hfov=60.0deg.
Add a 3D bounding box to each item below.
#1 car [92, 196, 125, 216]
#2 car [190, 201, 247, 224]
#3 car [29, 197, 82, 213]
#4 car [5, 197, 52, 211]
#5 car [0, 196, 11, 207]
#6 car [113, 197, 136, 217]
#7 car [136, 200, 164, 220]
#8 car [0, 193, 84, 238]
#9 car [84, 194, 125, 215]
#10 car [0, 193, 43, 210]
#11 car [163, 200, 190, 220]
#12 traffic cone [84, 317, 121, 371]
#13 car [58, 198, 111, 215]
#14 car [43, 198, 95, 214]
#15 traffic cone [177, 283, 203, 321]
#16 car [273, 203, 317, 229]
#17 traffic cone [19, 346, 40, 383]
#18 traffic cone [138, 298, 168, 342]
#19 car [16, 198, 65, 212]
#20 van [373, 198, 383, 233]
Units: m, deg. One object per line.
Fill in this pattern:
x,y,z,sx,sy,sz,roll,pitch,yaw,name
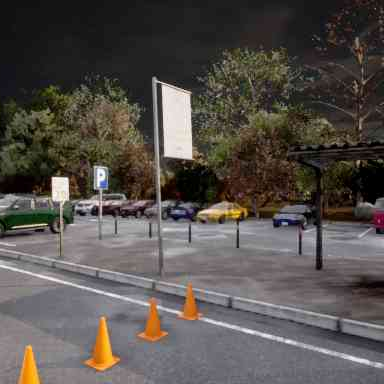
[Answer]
-6.600,1.466,31.705,2.097,1.535,5.008,0,0,35,car
2.372,1.475,25.162,1.946,1.575,5.366,0,0,35,car
-15.580,1.444,38.240,1.946,1.575,5.366,0,0,35,car
-20.214,1.452,41.309,2.163,1.488,4.792,0,0,35,car
-29.204,1.333,47.824,1.946,1.575,5.366,1,0,35,car
-4.329,1.469,30.108,2.097,1.535,5.008,0,0,35,car
-2.058,1.473,28.512,2.231,1.521,4.892,0,0,35,car
-8.890,1.221,17.285,2.435,2.045,5.566,0,0,35,car
-8.889,1.212,33.274,2.435,2.045,5.566,0,0,35,car
-22.515,1.153,42.857,2.435,2.045,5.566,0,0,35,car
0.225,1.504,26.935,2.163,1.488,4.792,0,0,35,car
-1.182,1.957,4.398,0.340,0.580,0.340,0,0,35,traffic cone
-11.146,1.461,34.889,2.231,1.521,4.892,0,0,35,car
-13.418,1.455,36.488,2.097,1.535,5.008,0,0,35,car
-0.032,1.957,6.030,0.340,0.580,0.340,0,0,36,traffic cone
7.003,1.513,22.097,2.163,1.488,4.792,0,0,35,car
-1.758,1.957,3.582,0.340,0.580,0.340,0,0,35,traffic cone
-0.607,1.957,5.214,0.340,0.580,0.340,0,0,35,traffic cone
-17.971,1.469,39.660,2.163,1.488,4.792,0,0,35,car
11.627,1.264,19.023,1.878,1.987,4.442,0,0,35,van
